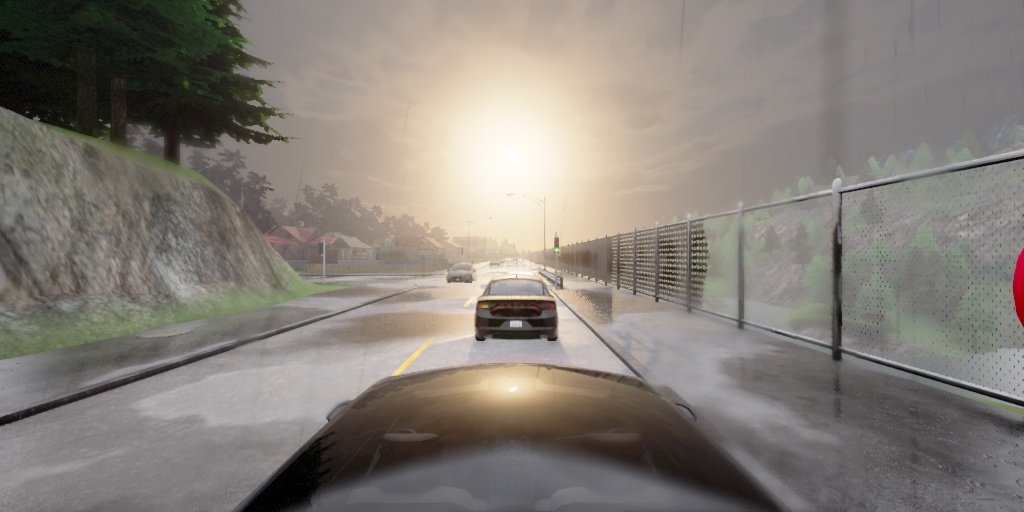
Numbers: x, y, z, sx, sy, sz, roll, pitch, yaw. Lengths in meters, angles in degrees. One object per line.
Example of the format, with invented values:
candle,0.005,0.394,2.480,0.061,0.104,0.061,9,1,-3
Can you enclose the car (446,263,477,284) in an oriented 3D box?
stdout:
car,-3.731,1.323,27.197,1.837,1.490,4.892,0,1,1

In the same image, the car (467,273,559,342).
car,0.131,1.228,9.793,1.882,1.535,5.008,0,0,1
